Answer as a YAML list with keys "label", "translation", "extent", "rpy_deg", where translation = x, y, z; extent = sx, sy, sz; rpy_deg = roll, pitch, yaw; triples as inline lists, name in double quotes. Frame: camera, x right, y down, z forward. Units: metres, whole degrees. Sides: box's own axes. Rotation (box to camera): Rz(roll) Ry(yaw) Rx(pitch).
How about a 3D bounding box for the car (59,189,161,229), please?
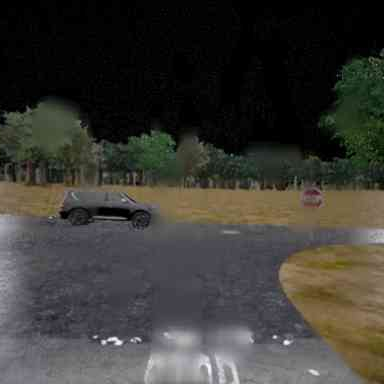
- label: "car"
  translation: [-4.529, 0.929, 18.781]
  extent: [5.566, 2.045, 2.150]
  rpy_deg: [2, -1, -3]
